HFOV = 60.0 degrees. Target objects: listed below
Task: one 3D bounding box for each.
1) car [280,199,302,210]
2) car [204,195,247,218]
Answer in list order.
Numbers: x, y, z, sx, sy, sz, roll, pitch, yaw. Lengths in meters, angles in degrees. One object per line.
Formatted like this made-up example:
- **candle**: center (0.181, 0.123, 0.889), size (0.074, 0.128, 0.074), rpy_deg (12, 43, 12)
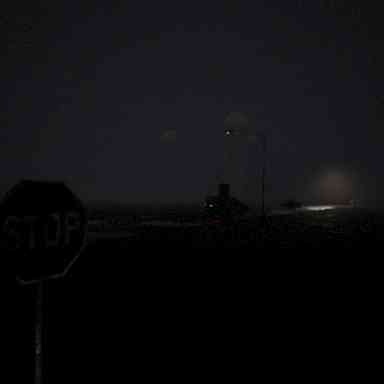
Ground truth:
- **car**: center (14.142, 1.715, 47.342), size (2.128, 1.511, 4.902), rpy_deg (1, 0, 36)
- **car**: center (3.290, 1.346, 32.168), size (2.150, 2.045, 5.566), rpy_deg (1, 0, 36)
